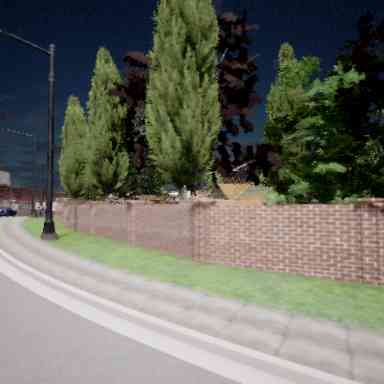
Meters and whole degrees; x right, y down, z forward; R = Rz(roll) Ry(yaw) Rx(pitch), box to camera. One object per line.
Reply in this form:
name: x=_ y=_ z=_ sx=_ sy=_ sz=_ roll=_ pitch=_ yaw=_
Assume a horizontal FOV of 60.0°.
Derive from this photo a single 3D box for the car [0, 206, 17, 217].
car: x=-30.117 y=3.140 z=53.848 sx=2.097 sy=1.767 sz=4.553 roll=1 pitch=-4 yaw=-8
